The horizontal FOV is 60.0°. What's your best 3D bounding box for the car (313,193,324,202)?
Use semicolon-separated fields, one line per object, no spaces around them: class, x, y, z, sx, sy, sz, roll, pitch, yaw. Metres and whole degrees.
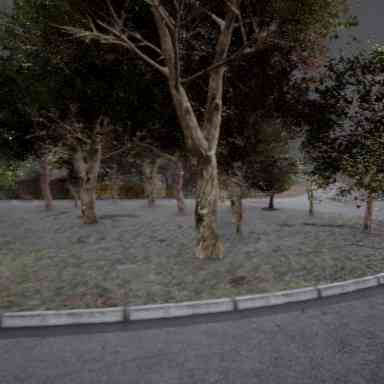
car;20.893;0.932;55.500;2.033;1.411;5.357;1;-1;22
